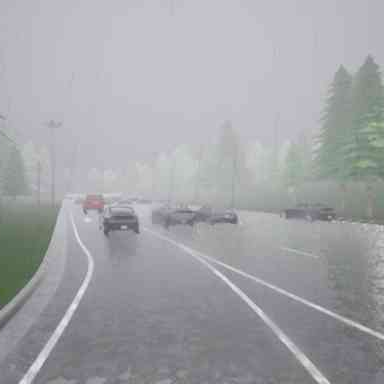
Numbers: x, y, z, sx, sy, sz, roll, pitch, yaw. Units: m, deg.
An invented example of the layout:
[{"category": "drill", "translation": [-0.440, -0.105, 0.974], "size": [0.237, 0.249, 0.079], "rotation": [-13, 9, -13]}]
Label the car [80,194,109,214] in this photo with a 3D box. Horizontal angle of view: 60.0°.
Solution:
[{"category": "car", "translation": [-10.997, 1.294, 37.142], "size": [2.150, 2.045, 5.566], "rotation": [0, 0, -21]}]

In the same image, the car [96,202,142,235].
[{"category": "car", "translation": [-4.243, 1.533, 19.087], "size": [1.837, 1.490, 4.892], "rotation": [0, 0, -19]}]

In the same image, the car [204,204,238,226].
[{"category": "car", "translation": [1.588, 1.558, 23.724], "size": [1.994, 1.385, 4.181], "rotation": [0, 0, -21]}]

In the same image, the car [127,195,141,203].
[{"category": "car", "translation": [-12.188, 1.471, 69.572], "size": [1.882, 1.535, 5.008], "rotation": [0, 0, -21]}]

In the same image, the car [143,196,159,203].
[{"category": "car", "translation": [-8.767, 1.512, 70.425], "size": [2.033, 1.411, 5.357], "rotation": [0, 0, -21]}]

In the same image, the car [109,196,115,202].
[{"category": "car", "translation": [-15.168, 1.592, 57.706], "size": [2.128, 1.511, 4.902], "rotation": [0, 0, -21]}]

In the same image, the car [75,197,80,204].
[{"category": "car", "translation": [-21.990, 1.696, 65.812], "size": [1.994, 1.385, 4.181], "rotation": [0, 0, -21]}]

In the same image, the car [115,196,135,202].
[{"category": "car", "translation": [-11.884, 1.682, 58.917], "size": [1.895, 1.301, 4.718], "rotation": [0, 0, -21]}]

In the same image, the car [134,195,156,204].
[{"category": "car", "translation": [-8.626, 1.413, 60.194], "size": [2.097, 1.767, 4.553], "rotation": [0, 0, -21]}]

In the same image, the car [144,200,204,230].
[{"category": "car", "translation": [-1.317, 1.503, 21.518], "size": [2.128, 1.511, 4.902], "rotation": [0, 0, -21]}]

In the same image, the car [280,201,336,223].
[{"category": "car", "translation": [8.579, 1.457, 25.035], "size": [1.837, 1.490, 4.892], "rotation": [0, 0, -21]}]

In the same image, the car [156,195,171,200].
[{"category": "car", "translation": [-5.355, 1.394, 61.437], "size": [2.097, 1.767, 4.553], "rotation": [0, 0, -21]}]

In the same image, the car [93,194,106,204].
[{"category": "car", "translation": [-18.721, 1.388, 67.058], "size": [2.097, 1.767, 4.553], "rotation": [0, 0, -21]}]
